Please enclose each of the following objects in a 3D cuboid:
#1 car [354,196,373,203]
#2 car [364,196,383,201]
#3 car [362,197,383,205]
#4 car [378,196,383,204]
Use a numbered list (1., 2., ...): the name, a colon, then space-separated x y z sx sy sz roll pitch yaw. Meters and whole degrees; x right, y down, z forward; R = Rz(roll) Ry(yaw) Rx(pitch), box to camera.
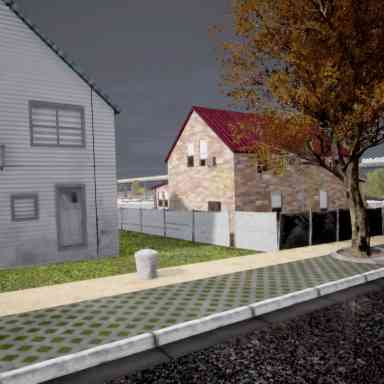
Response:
1. car: 38.574 1.585 74.944 1.837 1.490 4.892 -2 0 0
2. car: 31.901 1.760 58.344 1.882 1.535 5.008 -2 0 1
3. car: 35.241 1.740 64.551 2.128 1.511 4.902 -2 0 0
4. car: 38.487 1.625 64.518 2.128 1.511 4.902 -2 0 0
